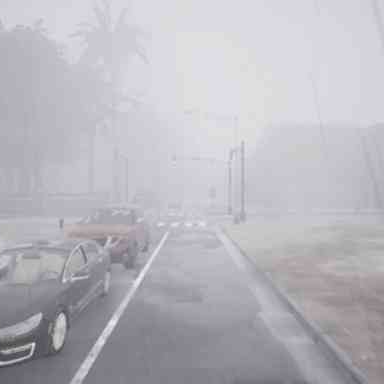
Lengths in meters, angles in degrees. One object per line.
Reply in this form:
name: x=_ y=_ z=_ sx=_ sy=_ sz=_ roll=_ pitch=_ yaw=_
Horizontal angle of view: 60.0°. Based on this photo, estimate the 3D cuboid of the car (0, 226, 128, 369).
car: x=-2.638 y=1.570 z=5.944 sx=2.008 sy=1.369 sz=4.403 roll=0 pitch=0 yaw=0

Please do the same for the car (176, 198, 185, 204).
car: x=-2.640 y=2.047 z=77.998 sx=2.008 sy=1.369 sz=4.403 roll=0 pitch=-1 yaw=0

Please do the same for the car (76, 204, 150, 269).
car: x=-2.639 y=1.354 z=11.408 sx=2.192 sy=1.841 sz=5.009 roll=0 pitch=0 yaw=0

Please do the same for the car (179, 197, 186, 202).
car: x=-2.640 y=2.213 z=95.063 sx=1.887 sy=1.381 sz=4.507 roll=0 pitch=-1 yaw=0

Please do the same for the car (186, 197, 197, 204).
car: x=0.003 y=1.976 z=74.081 sx=1.812 sy=1.442 sz=4.674 roll=0 pitch=-1 yaw=0

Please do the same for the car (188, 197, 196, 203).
car: x=0.003 y=1.912 z=84.085 sx=1.812 sy=1.442 sz=4.674 roll=0 pitch=-1 yaw=0

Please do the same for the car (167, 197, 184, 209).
car: x=-2.640 y=1.697 z=49.556 sx=1.967 sy=1.590 sz=4.097 roll=0 pitch=0 yaw=0
